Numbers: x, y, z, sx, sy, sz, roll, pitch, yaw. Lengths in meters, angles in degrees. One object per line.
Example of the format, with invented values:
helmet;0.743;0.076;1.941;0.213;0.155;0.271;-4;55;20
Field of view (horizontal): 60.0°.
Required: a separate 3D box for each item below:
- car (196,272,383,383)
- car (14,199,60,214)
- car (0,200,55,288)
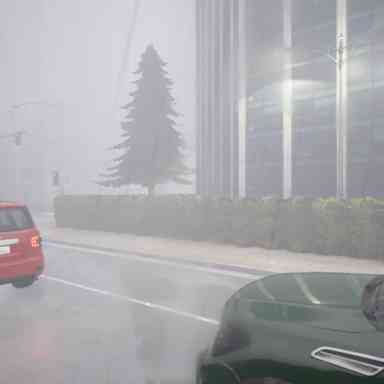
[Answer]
car;2.688;1.221;2.073;5.566;2.045;2.150;0;0;36
car;-17.192;1.564;37.063;1.994;1.385;4.181;0;0;36
car;-5.778;1.221;8.059;5.566;2.045;2.150;0;0;38
